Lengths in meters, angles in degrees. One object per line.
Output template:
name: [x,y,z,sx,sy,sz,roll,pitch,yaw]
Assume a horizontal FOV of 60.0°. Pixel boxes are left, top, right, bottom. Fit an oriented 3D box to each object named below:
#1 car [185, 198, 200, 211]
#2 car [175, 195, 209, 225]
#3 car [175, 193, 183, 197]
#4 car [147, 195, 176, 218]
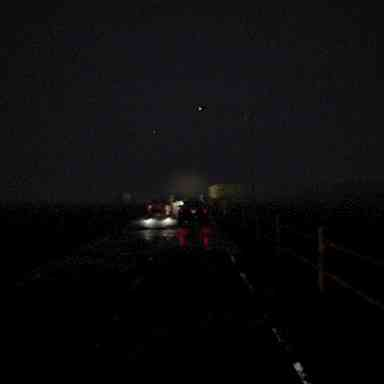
car: [0.085,1.493,42.560,1.837,1.490,4.892,0,0,0]
car: [0.091,1.344,24.358,2.097,1.767,4.553,0,0,0]
car: [-2.780,1.196,71.351,2.150,2.045,5.566,0,0,0]
car: [-2.858,1.342,30.335,2.097,1.767,4.553,0,0,0]
